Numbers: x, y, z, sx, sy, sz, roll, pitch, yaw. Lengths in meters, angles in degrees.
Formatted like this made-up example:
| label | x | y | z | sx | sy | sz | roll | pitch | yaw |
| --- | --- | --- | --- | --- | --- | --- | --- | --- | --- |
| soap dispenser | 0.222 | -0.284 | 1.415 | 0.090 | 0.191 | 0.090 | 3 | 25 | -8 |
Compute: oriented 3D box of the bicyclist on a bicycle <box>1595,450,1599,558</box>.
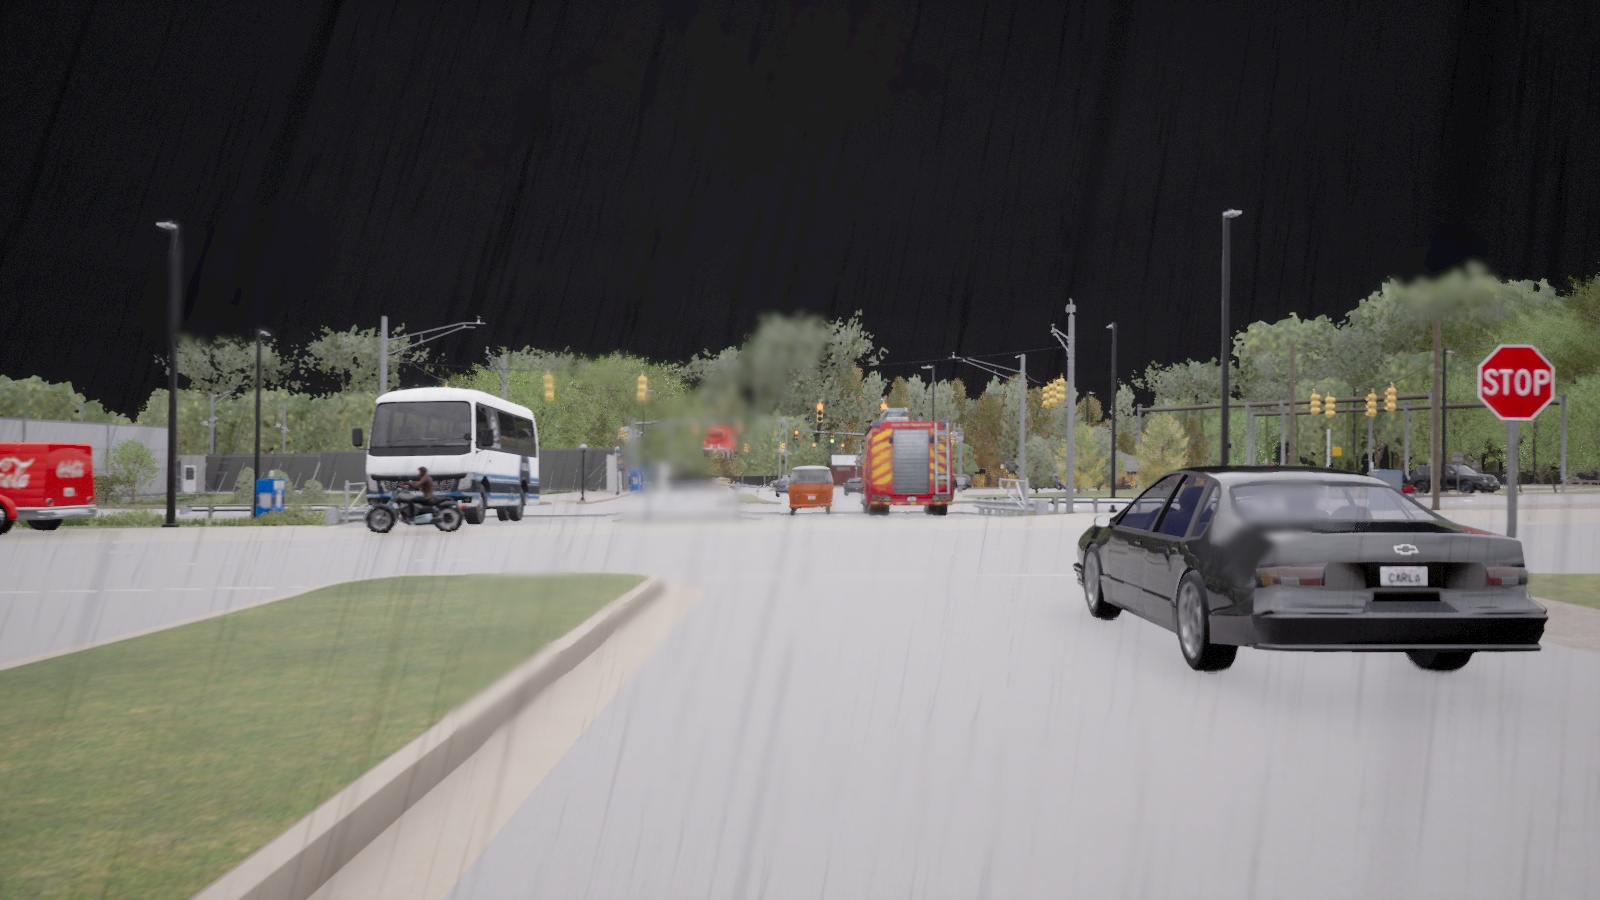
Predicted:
| label | x | y | z | sx | sy | sz | roll | pitch | yaw |
| --- | --- | --- | --- | --- | --- | --- | --- | --- | --- |
| bicyclist on a bicycle | 12.765 | 0.800 | 18.548 | 1.656 | 1.620 | 0.582 | 0 | 0 | 2 |

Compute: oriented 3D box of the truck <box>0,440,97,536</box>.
| label | x | y | z | sx | sy | sz | roll | pitch | yaw |
| --- | --- | --- | --- | --- | --- | --- | --- | --- | --- |
| truck | -22.190 | 0.991 | 33.671 | 5.204 | 2.467 | 2.627 | 0 | -1 | 1 |

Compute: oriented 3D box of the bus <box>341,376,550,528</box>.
| label | x | y | z | sx | sy | sz | roll | pitch | yaw |
| --- | --- | --- | --- | --- | --- | --- | --- | --- | --- |
| bus | -11.132 | 0.260 | 40.919 | 3.944 | 4.253 | 10.273 | -1 | -2 | 0 |

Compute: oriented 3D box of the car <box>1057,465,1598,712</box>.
| label | x | y | z | sx | sy | sz | roll | pitch | yaw |
| --- | --- | --- | --- | --- | --- | --- | --- | --- | --- |
| car | 3.566 | 0.829 | 9.876 | 2.033 | 1.411 | 5.357 | 0 | -1 | 0 |

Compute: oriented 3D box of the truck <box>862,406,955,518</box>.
| label | x | y | z | sx | sy | sz | roll | pitch | yaw |
| --- | --- | --- | --- | --- | --- | --- | --- | --- | --- |
| truck | 3.956 | 0.585 | 47.612 | 2.891 | 3.827 | 8.468 | 0 | -2 | 1 |

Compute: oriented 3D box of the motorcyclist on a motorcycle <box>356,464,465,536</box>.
| label | x | y | z | sx | sy | sz | roll | pitch | yaw |
| --- | --- | --- | --- | --- | --- | --- | --- | --- | --- |
| motorcyclist on a motorcycle | -9.287 | 1.185 | 30.010 | 2.350 | 1.649 | 0.766 | -1 | -1 | 1 |

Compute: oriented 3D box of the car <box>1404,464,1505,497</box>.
| label | x | y | z | sx | sy | sz | roll | pitch | yaw |
| --- | --- | --- | --- | --- | --- | --- | --- | --- | --- |
| car | 42.112 | 2.013 | 80.948 | 2.150 | 2.045 | 5.566 | 1 | -3 | -24 |

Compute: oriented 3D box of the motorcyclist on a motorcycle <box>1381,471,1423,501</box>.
| label | x | y | z | sx | sy | sz | roll | pitch | yaw |
| --- | --- | --- | --- | --- | --- | --- | --- | --- | --- |
| motorcyclist on a motorcycle | 32.531 | 1.944 | 67.841 | 1.817 | 1.590 | 0.866 | -1 | -1 | 0 |

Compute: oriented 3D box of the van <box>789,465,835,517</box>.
| label | x | y | z | sx | sy | sz | roll | pitch | yaw |
| --- | --- | --- | --- | --- | --- | --- | --- | --- | --- |
| van | 0.486 | 1.620 | 50.828 | 1.775 | 1.987 | 4.442 | 0 | -1 | 1 |
